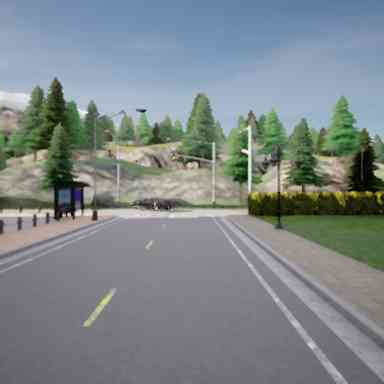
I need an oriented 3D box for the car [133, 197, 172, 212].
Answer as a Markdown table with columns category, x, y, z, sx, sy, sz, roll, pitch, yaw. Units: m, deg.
| category | x | y | z | sx | sy | sz | roll | pitch | yaw |
| --- | --- | --- | --- | --- | --- | --- | --- | --- | --- |
| car | -4.486 | 1.338 | 36.959 | 4.892 | 1.490 | 1.837 | 1 | -2 | 36 |
